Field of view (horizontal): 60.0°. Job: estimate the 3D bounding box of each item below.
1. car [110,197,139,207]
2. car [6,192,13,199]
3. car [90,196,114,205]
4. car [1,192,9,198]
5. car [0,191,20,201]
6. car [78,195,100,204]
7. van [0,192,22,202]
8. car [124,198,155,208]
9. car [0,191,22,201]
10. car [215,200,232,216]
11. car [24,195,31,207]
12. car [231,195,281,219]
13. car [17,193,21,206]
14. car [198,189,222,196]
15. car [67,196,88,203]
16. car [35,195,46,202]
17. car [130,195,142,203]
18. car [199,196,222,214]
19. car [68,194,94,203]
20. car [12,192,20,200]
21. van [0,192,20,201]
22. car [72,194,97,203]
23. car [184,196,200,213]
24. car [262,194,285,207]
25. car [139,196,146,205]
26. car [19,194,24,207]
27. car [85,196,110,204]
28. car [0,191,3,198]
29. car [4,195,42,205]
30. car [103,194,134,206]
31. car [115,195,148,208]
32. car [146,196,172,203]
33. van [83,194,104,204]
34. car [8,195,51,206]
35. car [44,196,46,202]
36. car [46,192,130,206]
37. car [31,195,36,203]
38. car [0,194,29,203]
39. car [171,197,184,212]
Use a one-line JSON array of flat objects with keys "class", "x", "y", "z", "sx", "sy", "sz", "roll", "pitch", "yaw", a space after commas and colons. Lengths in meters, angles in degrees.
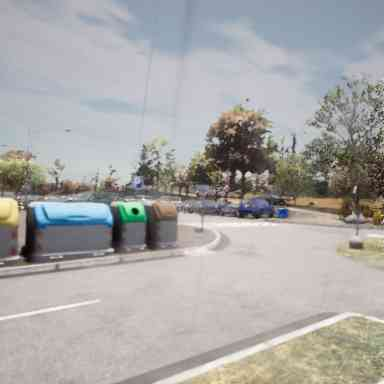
[{"class": "car", "x": -12.464, "y": 1.888, "z": 61.562, "sx": 1.946, "sy": 1.575, "sz": 5.366, "roll": 2, "pitch": -2, "yaw": 35}, {"class": "car", "x": -21.631, "y": 1.200, "z": 45.168, "sx": 1.946, "sy": 1.575, "sz": 5.366, "roll": 1, "pitch": -1, "yaw": 35}, {"class": "car", "x": -19.339, "y": 1.758, "z": 71.587, "sx": 2.185, "sy": 1.767, "sz": 4.553, "roll": 1, "pitch": -2, "yaw": 35}, {"class": "car", "x": -25.033, "y": 1.193, "z": 50.009, "sx": 1.946, "sy": 1.575, "sz": 5.366, "roll": 1, "pitch": -1, "yaw": 35}, {"class": "car", "x": -41.938, "y": 0.909, "z": 74.400, "sx": 2.435, "sy": 2.045, "sz": 5.566, "roll": 0, "pitch": -1, "yaw": 35}, {"class": "car", "x": -24.498, "y": 1.749, "z": 79.048, "sx": 2.185, "sy": 1.767, "sz": 4.553, "roll": 2, "pitch": -2, "yaw": 35}, {"class": "van", "x": -36.908, "y": 0.945, "z": 67.013, "sx": 1.878, "sy": 1.987, "sz": 4.442, "roll": 1, "pitch": -1, "yaw": 35}, {"class": "car", "x": -8.900, "y": 1.908, "z": 56.771, "sx": 2.231, "sy": 1.521, "sz": 4.892, "roll": 1, "pitch": -2, "yaw": 35}, {"class": "car", "x": -40.237, "y": 0.914, "z": 71.978, "sx": 2.435, "sy": 2.045, "sz": 5.566, "roll": 0, "pitch": -1, "yaw": 35}, {"class": "car", "x": 5.030, "y": 1.938, "z": 36.998, "sx": 2.231, "sy": 1.521, "sz": 4.892, "roll": 2, "pitch": -2, "yaw": 35}, {"class": "car", "x": -14.626, "y": 1.223, "z": 35.797, "sx": 1.946, "sy": 1.575, "sz": 5.366, "roll": 0, "pitch": -1, "yaw": 35}, {"class": "car", "x": 6.781, "y": 1.691, "z": 34.557, "sx": 2.435, "sy": 2.045, "sz": 5.566, "roll": 1, "pitch": -2, "yaw": 35}, {"class": "car", "x": -18.140, "y": 1.243, "z": 40.456, "sx": 2.163, "sy": 1.488, "sz": 4.792, "roll": 1, "pitch": -1, "yaw": 35}, {"class": "car", "x": 2.810, "y": 0.220, "z": 52.284, "sx": 1.994, "sy": 1.385, "sz": 4.181, "roll": 3, "pitch": 2, "yaw": -35}, {"class": "car", "x": -29.741, "y": 1.889, "z": 86.465, "sx": 2.163, "sy": 1.488, "sz": 4.792, "roll": 1, "pitch": -2, "yaw": 35}, {"class": "car", "x": -11.325, "y": 1.229, "z": 30.798, "sx": 2.231, "sy": 1.521, "sz": 4.892, "roll": 0, "pitch": -1, "yaw": 35}, {"class": "car", "x": -7.115, "y": 1.662, "z": 54.332, "sx": 2.435, "sy": 2.045, "sz": 5.566, "roll": 1, "pitch": -2, "yaw": 35}, {"class": "car", "x": 3.272, "y": 1.806, "z": 39.447, "sx": 2.185, "sy": 1.767, "sz": 4.553, "roll": 1, "pitch": -2, "yaw": 35}, {"class": "car", "x": -27.988, "y": 1.614, "z": 84.001, "sx": 2.435, "sy": 2.045, "sz": 5.566, "roll": 1, "pitch": -2, "yaw": 35}, {"class": "car", "x": -19.823, "y": 1.211, "z": 42.899, "sx": 2.097, "sy": 1.535, "sz": 5.008, "roll": 0, "pitch": -1, "yaw": 35}, {"class": "van", "x": -38.610, "y": 0.940, "z": 69.434, "sx": 1.878, "sy": 1.987, "sz": 4.442, "roll": 1, "pitch": -1, "yaw": 35}, {"class": "car", "x": -26.261, "y": 1.616, "z": 81.474, "sx": 2.435, "sy": 2.045, "sz": 5.566, "roll": 2, "pitch": -2, "yaw": 35}, {"class": "car", "x": 1.574, "y": 1.806, "z": 41.967, "sx": 2.185, "sy": 1.767, "sz": 4.553, "roll": 2, "pitch": -2, "yaw": 35}, {"class": "car", "x": 9.594, "y": 0.981, "z": 42.507, "sx": 1.882, "sy": 1.535, "sz": 5.008, "roll": 3, "pitch": 3, "yaw": -35}, {"class": "car", "x": -5.425, "y": 1.943, "z": 51.800, "sx": 2.163, "sy": 1.488, "sz": 4.792, "roll": 2, "pitch": -2, "yaw": 35}, {"class": "car", "x": -16.425, "y": 1.219, "z": 38.057, "sx": 2.231, "sy": 1.521, "sz": 4.892, "roll": 0, "pitch": -1, "yaw": 35}, {"class": "car", "x": -21.045, "y": 1.883, "z": 74.080, "sx": 2.231, "sy": 1.521, "sz": 4.892, "roll": 2, "pitch": -2, "yaw": 35}, {"class": "car", "x": -31.759, "y": 1.059, "z": 59.824, "sx": 2.185, "sy": 1.767, "sz": 4.553, "roll": 0, "pitch": -1, "yaw": 35}, {"class": "car", "x": -26.628, "y": 1.227, "z": 52.612, "sx": 2.163, "sy": 1.488, "sz": 4.792, "roll": 0, "pitch": -1, "yaw": 35}, {"class": "car", "x": -14.072, "y": 1.647, "z": 64.221, "sx": 2.435, "sy": 2.045, "sz": 5.566, "roll": 1, "pitch": -2, "yaw": 35}, {"class": "car", "x": -10.633, "y": 1.651, "z": 59.227, "sx": 2.435, "sy": 2.045, "sz": 5.566, "roll": 2, "pitch": -2, "yaw": 35}, {"class": "car", "x": -3.670, "y": 1.666, "z": 49.337, "sx": 2.435, "sy": 2.045, "sz": 5.566, "roll": 2, "pitch": -2, "yaw": 35}, {"class": "van", "x": -22.717, "y": 1.657, "z": 76.654, "sx": 1.878, "sy": 1.987, "sz": 4.442, "roll": 1, "pitch": -2, "yaw": 35}, {"class": "car", "x": -23.236, "y": 1.203, "z": 47.748, "sx": 2.097, "sy": 1.535, "sz": 5.008, "roll": 1, "pitch": -1, "yaw": 35}, {"class": "car", "x": -9.621, "y": 1.272, "z": 28.381, "sx": 2.002, "sy": 1.452, "sz": 4.674, "roll": 1, "pitch": -1, "yaw": 35}, {"class": "car", "x": -7.921, "y": 0.984, "z": 25.938, "sx": 2.435, "sy": 2.045, "sz": 5.566, "roll": 1, "pitch": -1, "yaw": 35}, {"class": "car", "x": -13.040, "y": 1.099, "z": 33.199, "sx": 2.185, "sy": 1.767, "sz": 4.553, "roll": 0, "pitch": -1, "yaw": 35}, {"class": "car", "x": -33.449, "y": 1.183, "z": 62.273, "sx": 2.231, "sy": 1.521, "sz": 4.892, "roll": 1, "pitch": -1, "yaw": 35}, {"class": "car", "x": -0.172, "y": 1.802, "z": 44.439, "sx": 2.185, "sy": 1.767, "sz": 4.553, "roll": 2, "pitch": -2, "yaw": 35}]
